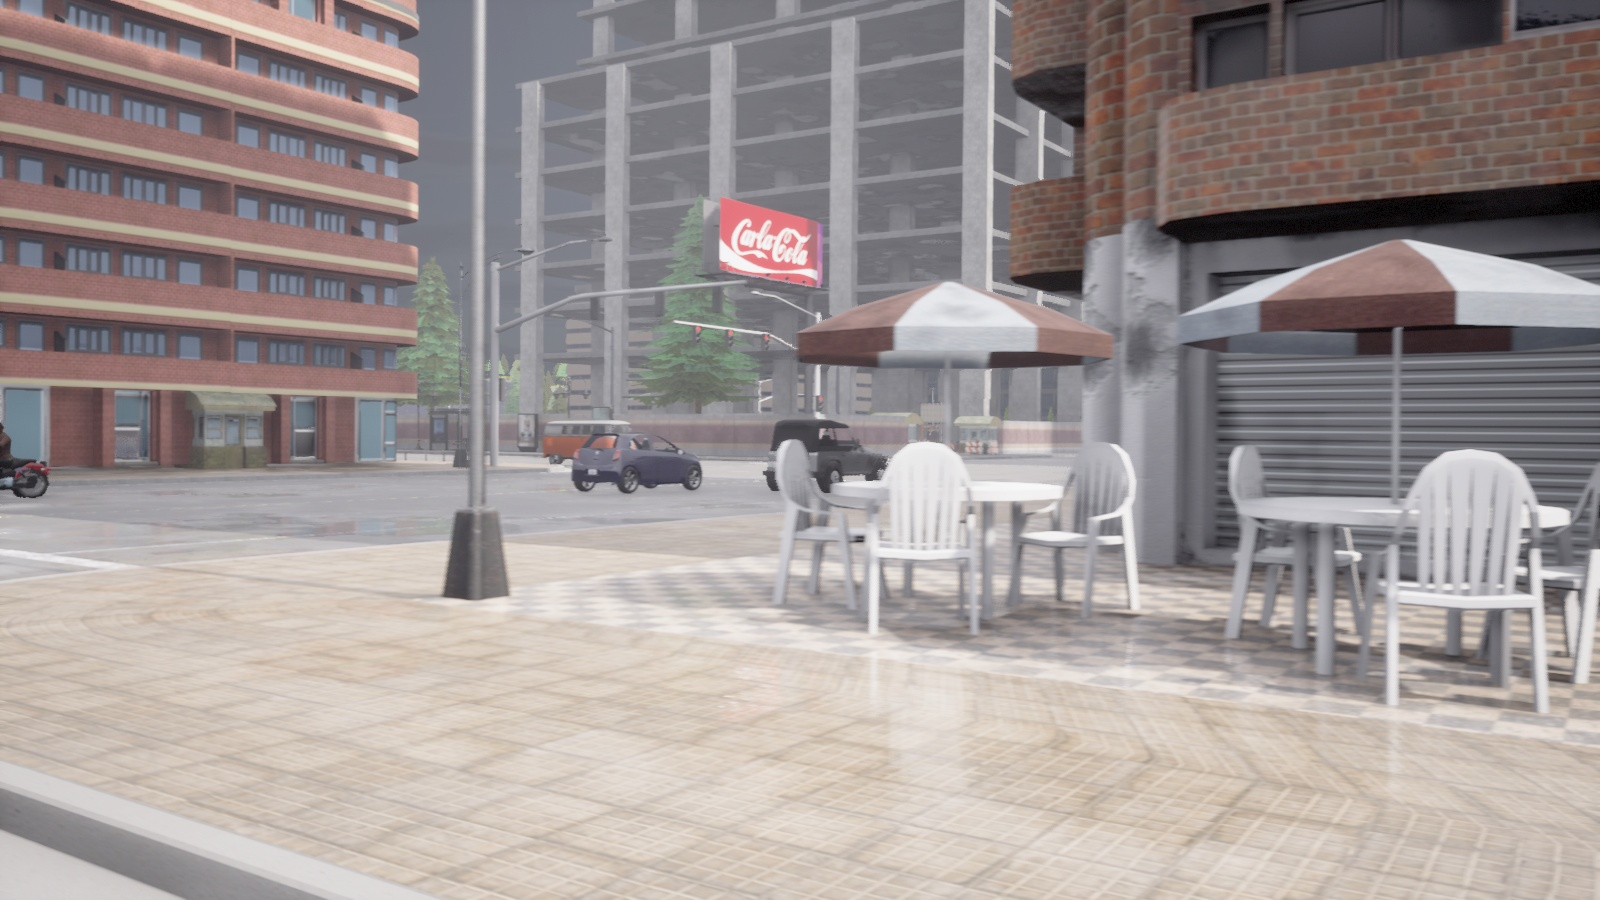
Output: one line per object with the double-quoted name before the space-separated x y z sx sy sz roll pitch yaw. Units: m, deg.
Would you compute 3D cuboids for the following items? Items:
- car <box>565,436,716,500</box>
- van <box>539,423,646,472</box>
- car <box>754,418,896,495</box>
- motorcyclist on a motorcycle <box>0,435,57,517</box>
"car" -3.994 0.401 31.934 1.845 1.501 3.633 0 1 34
"van" -8.878 -0.110 53.525 4.442 1.987 1.775 0 1 33
"car" 0.709 0.130 32.691 1.905 1.878 3.866 0 1 34
"motorcyclist on a motorcycle" -16.592 0.538 25.613 0.766 1.649 2.350 0 1 34
